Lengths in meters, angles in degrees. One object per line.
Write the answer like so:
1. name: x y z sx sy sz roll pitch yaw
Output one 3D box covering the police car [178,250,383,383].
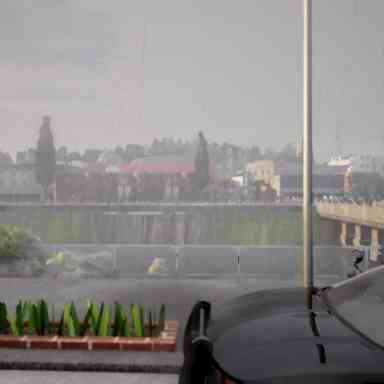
1. police car: 2.493 1.375 3.152 5.238 1.638 1.930 0 4 2
